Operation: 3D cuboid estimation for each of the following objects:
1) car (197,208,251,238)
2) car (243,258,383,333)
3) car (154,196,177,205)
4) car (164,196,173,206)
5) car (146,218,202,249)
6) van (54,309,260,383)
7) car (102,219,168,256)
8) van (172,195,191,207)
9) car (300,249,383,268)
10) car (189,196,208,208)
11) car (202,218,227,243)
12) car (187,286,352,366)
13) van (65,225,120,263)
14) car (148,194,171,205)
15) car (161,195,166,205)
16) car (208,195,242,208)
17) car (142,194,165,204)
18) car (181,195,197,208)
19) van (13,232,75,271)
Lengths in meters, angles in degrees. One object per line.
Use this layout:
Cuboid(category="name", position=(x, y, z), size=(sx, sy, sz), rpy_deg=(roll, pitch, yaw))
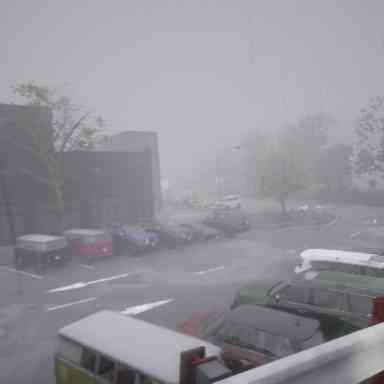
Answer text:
Cuboid(category="car", position=(2.528, 2.776, 29.624), size=(5.566, 2.045, 2.435), rpy_deg=(-2, 3, 38))
Cuboid(category="car", position=(3.932, 3.576, 10.444), size=(5.566, 2.045, 2.435), rpy_deg=(0, 4, 37))
Cuboid(category="car", position=(-5.387, 1.756, 68.058), size=(2.002, 1.452, 4.674), rpy_deg=(-2, 4, 39))
Cuboid(category="car", position=(-2.299, 1.778, 62.900), size=(2.097, 1.535, 5.008), rpy_deg=(-1, 4, 39))
Cuboid(category="car", position=(-2.405, 3.195, 26.444), size=(5.566, 2.045, 2.435), rpy_deg=(-2, 2, 38))
Cuboid(category="van", position=(-1.037, 4.030, 7.143), size=(4.442, 1.987, 1.878), rpy_deg=(0, 4, 38))
Cuboid(category="car", position=(-4.898, 3.406, 24.865), size=(5.566, 2.045, 2.435), rpy_deg=(-2, 2, 38))
Cuboid(category="van", position=(-0.848, 1.594, 60.216), size=(1.878, 1.987, 4.442), rpy_deg=(-1, 4, 39))
Cuboid(category="car", position=(6.533, 3.359, 12.043), size=(5.566, 2.045, 2.435), rpy_deg=(0, 4, 38))
Cuboid(category="car", position=(2.444, 1.854, 55.315), size=(1.946, 1.575, 5.366), rpy_deg=(-2, 4, 39))
Cuboid(category="car", position=(0.108, 3.264, 28.045), size=(4.792, 1.488, 2.163), rpy_deg=(-2, 2, 37))
Cuboid(category="car", position=(1.441, 3.916, 8.805), size=(4.553, 1.767, 2.185), rpy_deg=(0, 4, 38))
Cuboid(category="van", position=(-7.510, 3.647, 23.366), size=(4.442, 1.987, 1.878), rpy_deg=(-2, 3, 38))
Cuboid(category="car", position=(-6.910, 1.557, 70.650), size=(2.185, 1.767, 4.553), rpy_deg=(-1, 4, 39))
Cuboid(category="car", position=(-3.882, 1.624, 65.450), size=(2.185, 1.767, 4.553), rpy_deg=(-2, 4, 39))
Cuboid(category="car", position=(5.402, 1.686, 49.982), size=(2.435, 2.045, 5.566), rpy_deg=(-1, 4, 39))
Cuboid(category="car", position=(-8.447, 1.527, 73.228), size=(2.185, 1.767, 4.553), rpy_deg=(-1, 4, 39))
Cuboid(category="car", position=(0.778, 1.881, 57.747), size=(2.002, 1.452, 4.674), rpy_deg=(-2, 4, 39))
Cuboid(category="van", position=(-10.003, 3.858, 21.787), size=(4.442, 1.987, 1.878), rpy_deg=(-2, 3, 38))
